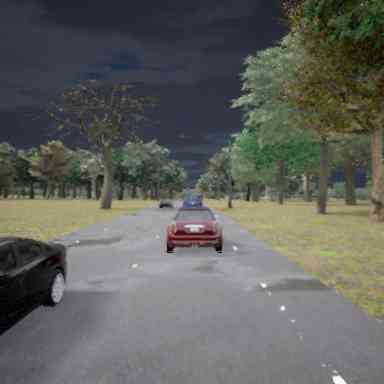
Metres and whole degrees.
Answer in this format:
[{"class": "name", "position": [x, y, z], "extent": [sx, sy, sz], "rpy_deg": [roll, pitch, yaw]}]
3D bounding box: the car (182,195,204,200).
[{"class": "car", "position": [0.082, 1.317, 36.427], "extent": [2.150, 2.045, 5.566], "rpy_deg": [0, 0, 0]}]

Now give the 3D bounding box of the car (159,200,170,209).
[{"class": "car", "position": [-3.605, 1.744, 46.821], "extent": [1.895, 1.301, 4.718], "rpy_deg": [0, 0, 0]}]

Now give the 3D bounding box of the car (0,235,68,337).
[{"class": "car", "position": [-3.602, 1.484, 5.187], "extent": [1.882, 1.535, 5.008], "rpy_deg": [0, 0, 0]}]

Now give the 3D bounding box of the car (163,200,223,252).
[{"class": "car", "position": [0.094, 1.376, 14.062], "extent": [2.097, 1.767, 4.553], "rpy_deg": [0, 0, 0]}]
